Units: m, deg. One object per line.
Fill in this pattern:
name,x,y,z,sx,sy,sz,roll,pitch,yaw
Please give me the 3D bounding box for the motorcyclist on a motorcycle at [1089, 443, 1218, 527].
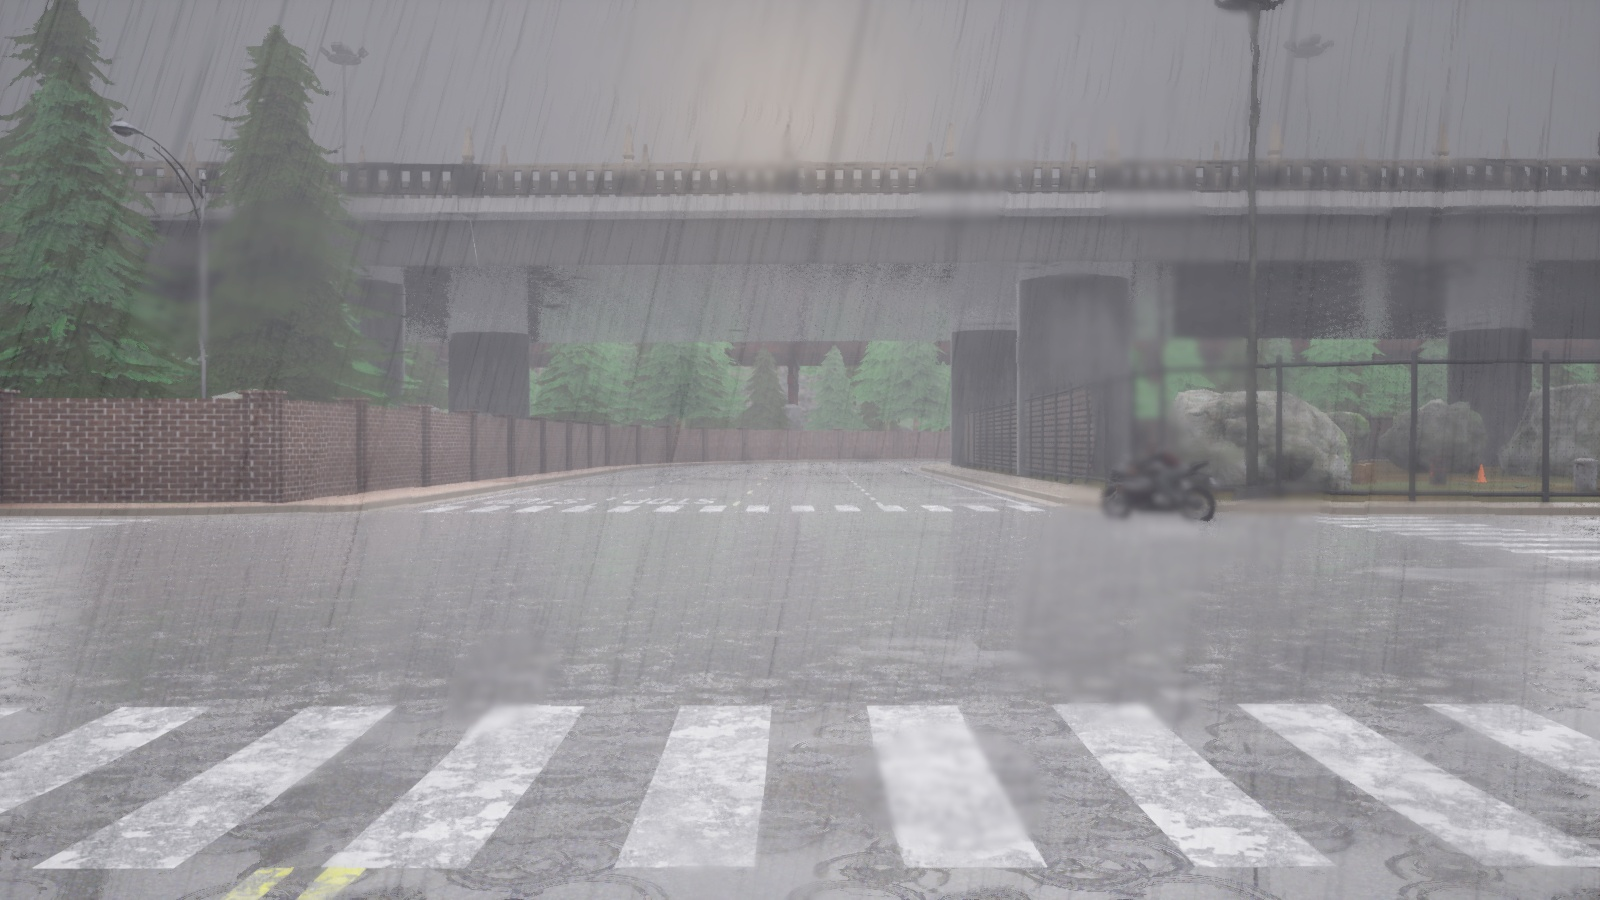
motorcyclist on a motorcycle,6.731,0.643,23.936,2.191,1.530,0.866,0,-1,32
